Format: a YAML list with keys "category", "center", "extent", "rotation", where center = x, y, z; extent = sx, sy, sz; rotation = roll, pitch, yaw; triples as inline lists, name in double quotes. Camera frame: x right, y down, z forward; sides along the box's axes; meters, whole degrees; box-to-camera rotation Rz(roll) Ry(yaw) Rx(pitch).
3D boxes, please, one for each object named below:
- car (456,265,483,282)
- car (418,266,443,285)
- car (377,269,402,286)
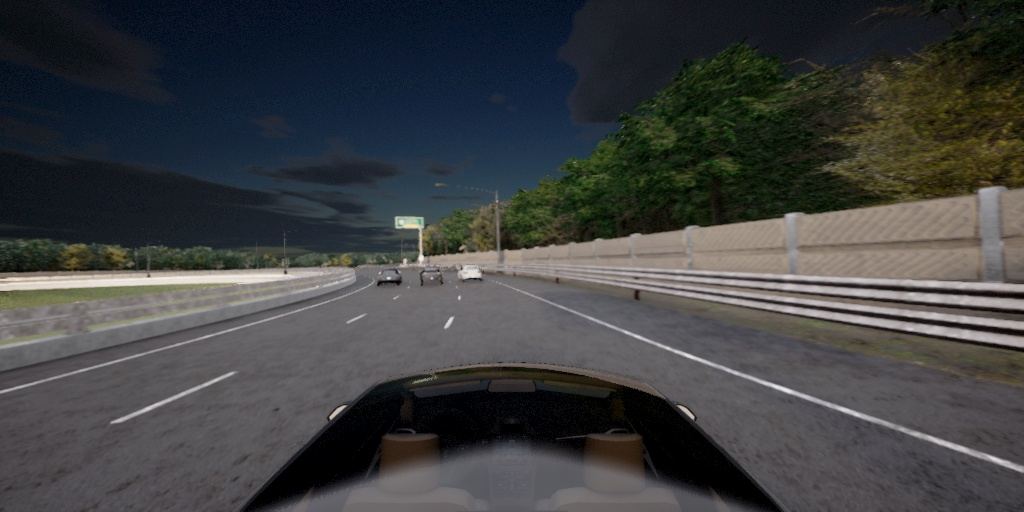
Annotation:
- category: "car"
  center: [-3.964, 1.580, 33.171]
  extent: [1.812, 1.442, 4.674]
  rotation: [-2, 0, -15]
- category: "car"
  center: [-7.228, 1.657, 31.853]
  extent: [2.128, 1.511, 4.902]
  rotation: [-2, 0, -15]
- category: "car"
  center: [-11.017, 1.868, 32.411]
  extent: [1.994, 1.385, 4.181]
  rotation: [-2, 0, -16]
